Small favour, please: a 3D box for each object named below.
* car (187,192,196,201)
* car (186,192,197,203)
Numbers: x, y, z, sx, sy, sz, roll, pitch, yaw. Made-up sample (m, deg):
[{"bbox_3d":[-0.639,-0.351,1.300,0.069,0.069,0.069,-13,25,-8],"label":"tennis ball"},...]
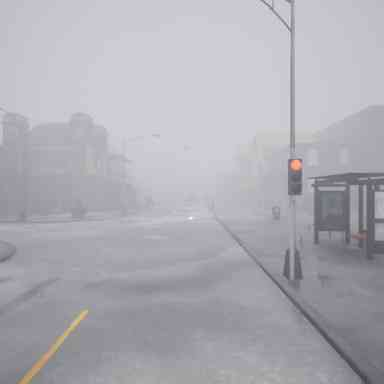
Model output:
[{"bbox_3d":[-0.076,1.057,77.277,2.150,2.045,5.566,0,0,0],"label":"car"},{"bbox_3d":[-0.066,1.352,67.214,2.097,1.767,4.553,0,0,0],"label":"car"}]
